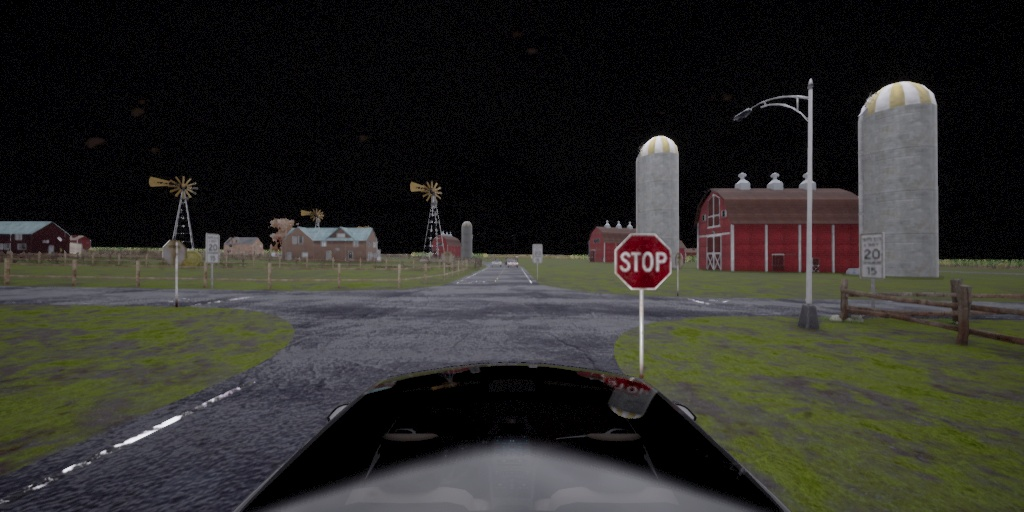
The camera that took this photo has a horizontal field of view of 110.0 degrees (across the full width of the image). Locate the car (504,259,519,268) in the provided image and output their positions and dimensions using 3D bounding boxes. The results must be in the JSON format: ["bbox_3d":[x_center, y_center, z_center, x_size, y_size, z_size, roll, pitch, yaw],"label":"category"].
[{"bbox_3d":[0.099,1.346,61.813,1.895,1.301,4.718,0,0,-2],"label":"car"}]
